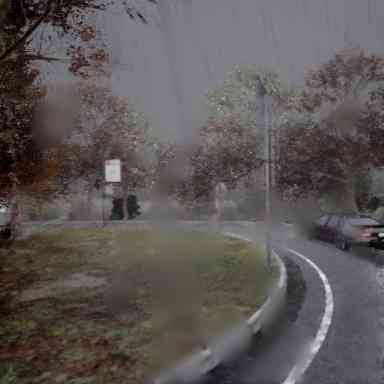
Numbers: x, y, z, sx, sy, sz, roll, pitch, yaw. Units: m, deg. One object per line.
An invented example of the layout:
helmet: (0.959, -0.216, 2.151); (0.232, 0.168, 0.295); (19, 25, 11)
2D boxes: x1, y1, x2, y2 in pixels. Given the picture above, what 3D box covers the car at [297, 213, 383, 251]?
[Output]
car: (6.550, 1.626, 14.570); (2.033, 1.411, 5.357); (-1, 0, -8)
